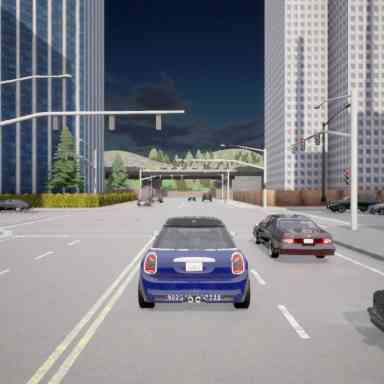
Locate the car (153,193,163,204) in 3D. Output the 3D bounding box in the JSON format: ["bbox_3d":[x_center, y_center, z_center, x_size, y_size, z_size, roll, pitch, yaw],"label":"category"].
[{"bbox_3d":[-7.060,1.221,66.520,2.150,2.045,5.566,0,0,0],"label":"car"}]

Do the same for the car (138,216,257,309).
[{"bbox_3d":[0.055,1.352,8.059,2.097,1.767,4.553,0,0,0],"label":"car"}]

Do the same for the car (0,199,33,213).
[{"bbox_3d":[-19.957,1.491,36.170,4.902,1.511,2.128,0,0,0],"label":"car"}]

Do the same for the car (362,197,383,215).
[{"bbox_3d":[20.003,1.526,33.134,4.674,1.442,1.812,0,0,0],"label":"car"}]

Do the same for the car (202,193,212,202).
[{"bbox_3d":[3.460,1.203,77.780,2.150,2.045,5.566,0,0,0],"label":"car"}]

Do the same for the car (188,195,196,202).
[{"bbox_3d":[-0.040,1.501,77.749,1.812,1.442,4.674,0,0,0],"label":"car"}]

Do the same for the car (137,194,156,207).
[{"bbox_3d":[-7.121,1.491,50.111,2.128,1.511,4.902,0,0,0],"label":"car"}]

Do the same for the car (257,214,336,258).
[{"bbox_3d":[3.604,1.547,12.688,2.033,1.411,5.357,0,0,1],"label":"car"}]

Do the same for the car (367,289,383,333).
[{"bbox_3d":[3.600,1.547,2.620,2.033,1.411,5.357,0,0,0],"label":"car"}]

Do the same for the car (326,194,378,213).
[{"bbox_3d":[17.825,1.221,36.667,5.566,2.045,2.150,0,0,0],"label":"car"}]
